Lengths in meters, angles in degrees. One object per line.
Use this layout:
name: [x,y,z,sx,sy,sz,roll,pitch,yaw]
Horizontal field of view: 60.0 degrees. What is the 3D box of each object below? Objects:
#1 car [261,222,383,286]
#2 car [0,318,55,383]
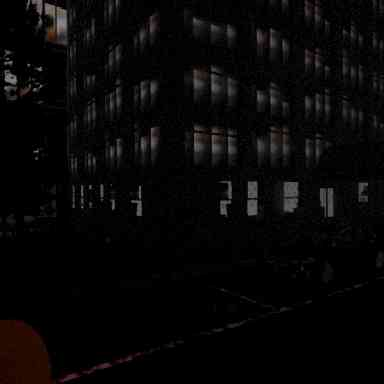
car: [3.807,1.549,9.308,4.403,1.369,2.008,0,-1,-36]
car: [-3.111,1.478,1.155,5.008,1.535,1.882,0,0,-36]
